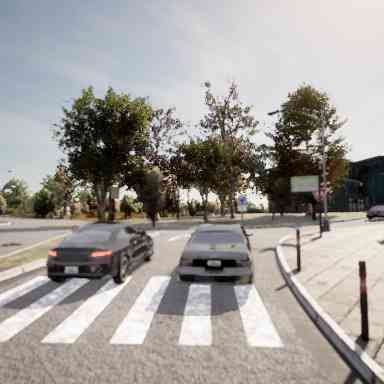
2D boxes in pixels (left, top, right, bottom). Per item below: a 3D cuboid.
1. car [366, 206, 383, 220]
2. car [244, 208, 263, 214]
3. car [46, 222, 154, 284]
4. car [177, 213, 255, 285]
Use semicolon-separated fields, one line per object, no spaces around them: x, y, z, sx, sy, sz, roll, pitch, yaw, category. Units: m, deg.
19.237;2.073;33.595;2.033;1.411;5.357;-4;-3;44;car
13.597;4.277;73.559;1.837;1.490;4.892;3;-6;-34;car
-2.429;1.594;9.729;1.812;1.442;4.674;-1;0;7;car
0.821;1.579;9.628;2.033;1.411;5.357;-1;0;8;car
